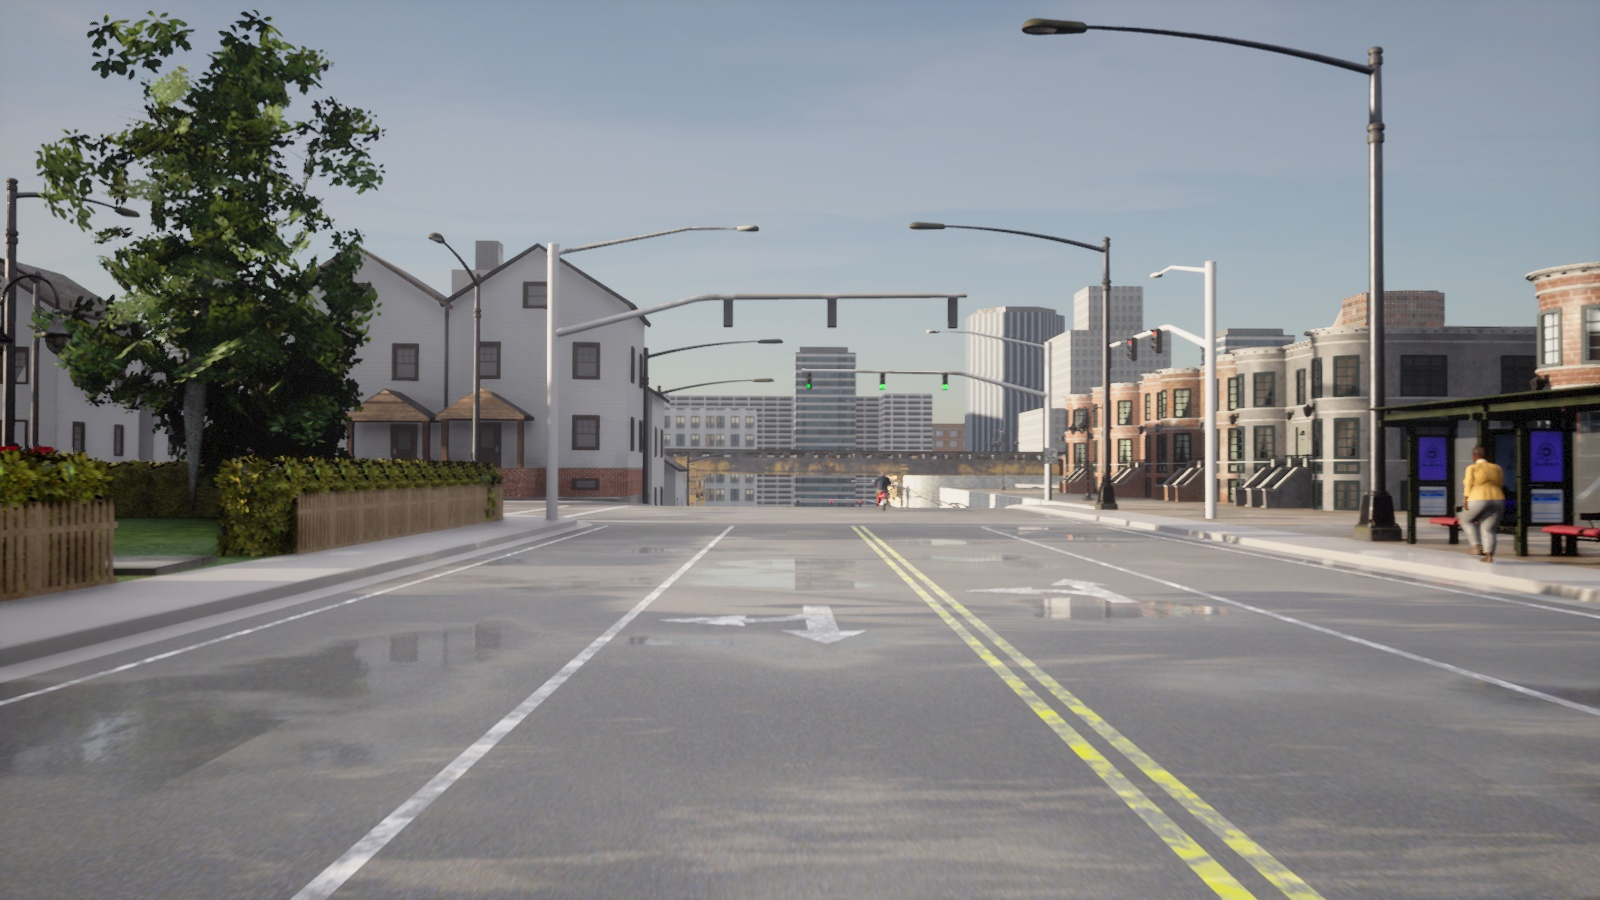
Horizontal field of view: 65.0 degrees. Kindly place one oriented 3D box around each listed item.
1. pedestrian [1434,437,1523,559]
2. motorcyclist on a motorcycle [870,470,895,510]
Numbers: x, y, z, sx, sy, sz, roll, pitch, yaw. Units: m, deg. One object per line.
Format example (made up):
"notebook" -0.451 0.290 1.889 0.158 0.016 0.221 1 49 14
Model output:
"pedestrian" 10.638 0.744 19.725 0.874 1.855 0.900 0 -1 -1
"motorcyclist on a motorcycle" 3.291 1.595 50.256 0.866 1.590 1.817 0 -1 0
